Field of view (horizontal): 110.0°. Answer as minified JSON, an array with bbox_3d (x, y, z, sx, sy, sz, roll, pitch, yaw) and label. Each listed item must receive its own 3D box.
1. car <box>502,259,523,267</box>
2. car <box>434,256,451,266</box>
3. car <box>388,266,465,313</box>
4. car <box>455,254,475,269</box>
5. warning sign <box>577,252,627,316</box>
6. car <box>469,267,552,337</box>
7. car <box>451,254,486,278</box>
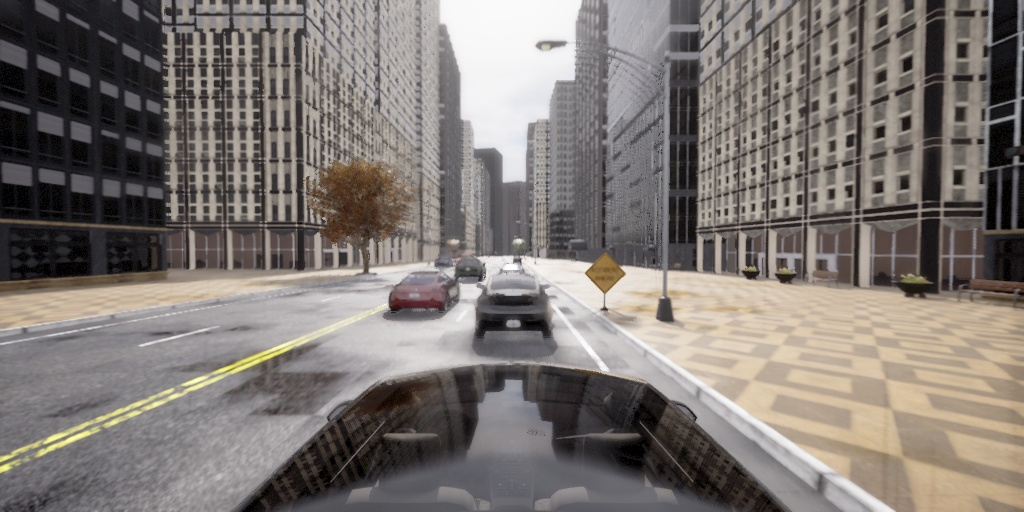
[{"bbox_3d":[0.039,1.169,24.891,2.033,1.411,5.357,0,0,0],"label":"car"},{"bbox_3d":[-9.841,0.827,51.640,2.097,1.767,4.553,0,0,0],"label":"car"},{"bbox_3d":[-3.182,1.247,13.733,1.994,1.385,4.181,0,0,0],"label":"car"},{"bbox_3d":[-6.595,0.700,50.881,2.150,2.045,5.566,0,0,0],"label":"car"},{"bbox_3d":[2.846,0.813,11.078,1.300,1.860,1.060,0,0,0],"label":"warning sign"},{"bbox_3d":[0.046,1.208,10.114,1.837,1.490,4.892,0,0,0],"label":"car"},{"bbox_3d":[-3.189,0.954,28.270,2.097,1.767,4.553,0,0,0],"label":"car"}]
